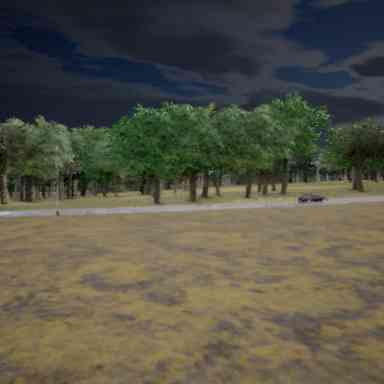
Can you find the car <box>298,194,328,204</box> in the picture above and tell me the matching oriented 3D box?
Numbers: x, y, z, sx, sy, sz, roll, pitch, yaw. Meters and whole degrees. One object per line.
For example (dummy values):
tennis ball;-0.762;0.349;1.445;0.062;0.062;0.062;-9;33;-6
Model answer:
car;18.970;1.030;52.235;4.892;1.490;1.837;-2;1;-20
